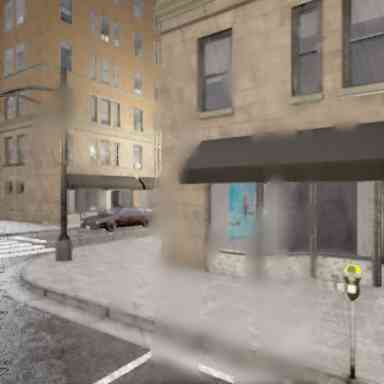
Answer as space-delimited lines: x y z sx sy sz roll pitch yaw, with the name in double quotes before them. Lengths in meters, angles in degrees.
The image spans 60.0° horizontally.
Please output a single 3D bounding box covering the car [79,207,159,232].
"car" -4.430 1.642 21.240 2.033 1.411 5.357 0 0 35
